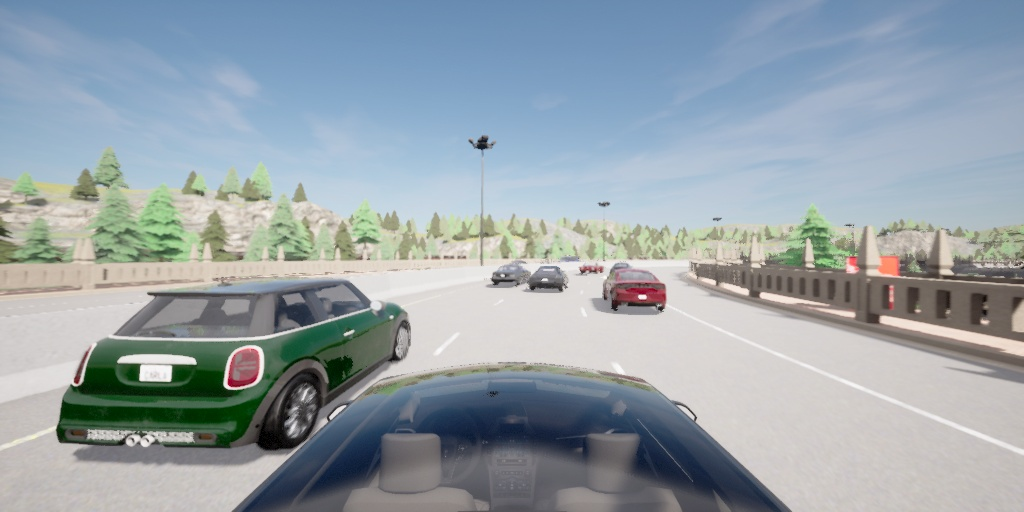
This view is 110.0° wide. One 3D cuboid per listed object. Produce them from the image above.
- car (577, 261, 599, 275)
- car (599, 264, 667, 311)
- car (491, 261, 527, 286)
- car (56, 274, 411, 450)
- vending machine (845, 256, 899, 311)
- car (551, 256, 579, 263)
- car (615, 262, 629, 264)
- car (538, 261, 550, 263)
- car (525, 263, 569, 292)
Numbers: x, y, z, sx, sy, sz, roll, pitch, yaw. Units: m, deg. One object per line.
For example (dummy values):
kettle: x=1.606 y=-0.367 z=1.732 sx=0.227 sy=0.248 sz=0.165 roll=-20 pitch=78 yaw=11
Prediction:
car: x=9.109 y=1.385 z=40.388 sx=1.895 sy=1.301 sz=4.718 roll=0 pitch=0 yaw=26
car: x=4.852 y=1.252 z=14.717 sx=1.882 sy=1.535 sz=5.008 roll=0 pitch=0 yaw=9
car: x=0.079 y=1.319 z=25.630 sx=2.033 sy=1.411 sz=5.357 roll=0 pitch=0 yaw=16
car: x=-3.149 y=1.090 z=5.390 sx=2.097 sy=1.767 sz=4.553 roll=0 pitch=0 yaw=3
vending machine: x=12.186 y=0.994 z=12.144 sx=1.100 sy=2.100 sz=0.880 roll=0 pitch=0 yaw=8
car: x=9.261 y=1.093 z=60.137 sx=2.150 sy=2.045 sz=5.566 roll=0 pitch=0 yaw=37
car: x=10.331 y=1.320 z=33.676 sx=1.812 sy=1.442 sz=4.674 roll=0 pitch=0 yaw=22
car: x=5.490 y=1.450 z=60.845 sx=1.994 sy=1.385 sz=4.181 roll=0 pitch=0 yaw=36
car: x=2.338 y=1.311 z=21.908 sx=1.994 sy=1.385 sz=4.181 roll=0 pitch=0 yaw=14
